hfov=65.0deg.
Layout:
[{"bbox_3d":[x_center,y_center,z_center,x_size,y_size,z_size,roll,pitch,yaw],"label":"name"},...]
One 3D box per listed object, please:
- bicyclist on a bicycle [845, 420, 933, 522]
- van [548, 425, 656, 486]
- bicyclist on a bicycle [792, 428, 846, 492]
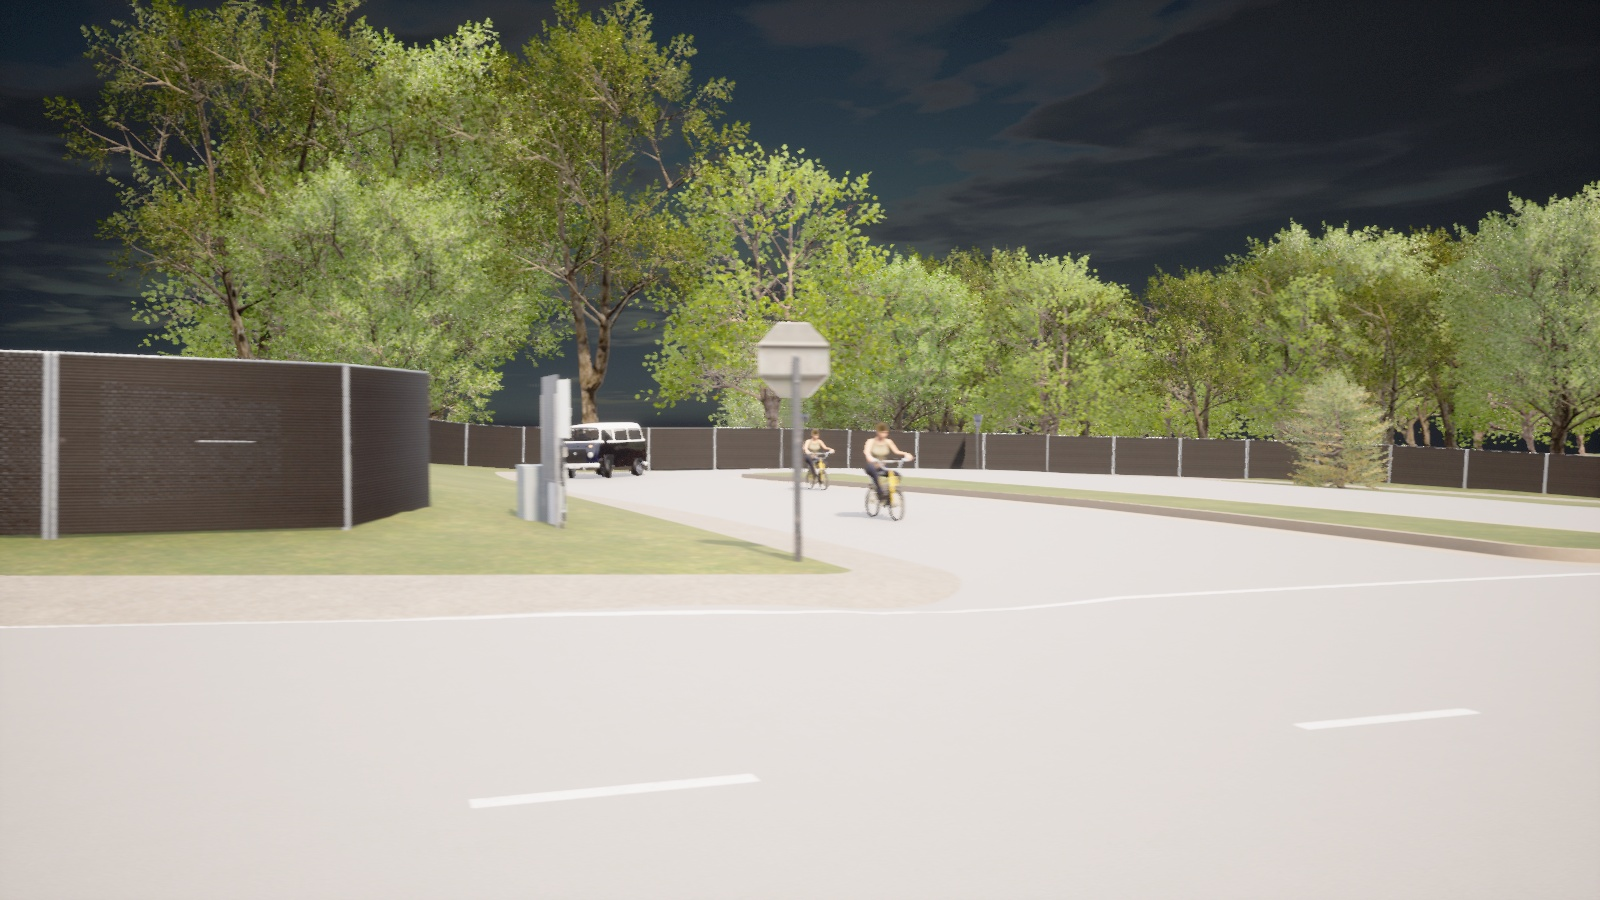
[{"bbox_3d":[1.448,0.322,20.787,0.866,1.612,1.509,-2,1,-21],"label":"bicyclist on a bicycle"},{"bbox_3d":[-7.267,0.156,46.571,2.069,2.038,4.480,-3,1,18],"label":"van"},{"bbox_3d":[0.490,0.252,32.926,0.866,1.612,1.509,-2,1,-21],"label":"bicyclist on a bicycle"}]
